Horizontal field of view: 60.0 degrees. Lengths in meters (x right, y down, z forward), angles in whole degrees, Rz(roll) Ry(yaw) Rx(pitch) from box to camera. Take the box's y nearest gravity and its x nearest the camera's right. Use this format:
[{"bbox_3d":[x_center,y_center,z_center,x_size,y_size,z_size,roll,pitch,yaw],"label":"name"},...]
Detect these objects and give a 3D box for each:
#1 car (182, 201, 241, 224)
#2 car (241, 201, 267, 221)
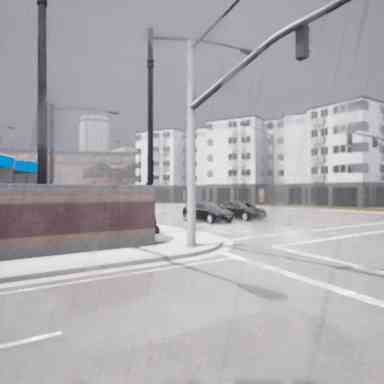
[{"bbox_3d":[1.137,1.498,24.796,1.837,1.490,4.892,0,0,-35],"label":"car"},{"bbox_3d":[3.910,1.495,26.919,1.837,1.490,4.892,0,1,-35],"label":"car"}]
